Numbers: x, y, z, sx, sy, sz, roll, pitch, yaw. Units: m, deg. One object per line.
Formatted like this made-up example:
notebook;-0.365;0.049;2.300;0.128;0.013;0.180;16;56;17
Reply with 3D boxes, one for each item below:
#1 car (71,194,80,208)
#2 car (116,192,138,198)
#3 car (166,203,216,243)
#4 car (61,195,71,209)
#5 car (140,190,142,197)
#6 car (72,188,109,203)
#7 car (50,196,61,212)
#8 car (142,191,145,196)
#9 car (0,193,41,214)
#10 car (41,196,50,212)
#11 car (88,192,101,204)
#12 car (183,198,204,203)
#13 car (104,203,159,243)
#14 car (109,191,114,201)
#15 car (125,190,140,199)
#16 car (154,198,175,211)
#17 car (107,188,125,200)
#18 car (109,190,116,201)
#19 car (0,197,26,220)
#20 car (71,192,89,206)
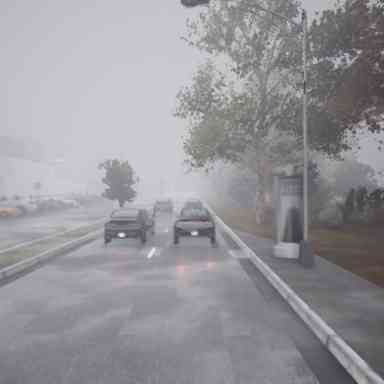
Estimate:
car;-16.803;1.325;41.583;4.674;1.452;2.002;-1;1;-20
car;-16.919;0.749;86.529;5.366;1.575;1.946;-1;1;-20
car;0.108;1.492;16.152;2.128;1.511;4.902;0;0;0
car;-16.836;1.202;38.571;4.553;1.767;2.185;-1;1;-20
car;-16.728;0.766;89.597;4.674;1.452;2.002;-1;1;-20
car;-16.766;0.850;53.598;5.566;2.045;2.435;-1;1;-20
car;-16.810;1.408;35.584;4.674;1.452;2.002;-1;0;-20
car;-16.748;0.453;92.591;5.566;2.045;2.435;-1;1;-20
car;-16.843;1.176;29.558;5.566;2.045;2.435;-1;1;-20
car;-16.837;1.428;32.559;4.792;1.488;2.163;-1;1;-20
car;-16.764;1.175;50.599;4.792;1.488;2.163;-1;1;-20
car;0.118;1.394;34.237;1.837;1.490;4.892;0;1;0
car;-2.892;1.506;16.100;1.837;1.490;4.892;0;0;0
car;-16.609;1.051;56.653;5.366;1.575;1.946;-1;1;-20
car;-16.780;0.522;83.577;5.566;2.045;2.435;-1;1;-20
car;-2.882;1.381;34.150;2.128;1.511;4.902;0;1;0
car;-16.801;0.690;65.567;5.566;2.045;2.435;-1;1;-20
car;-16.953;1.017;59.520;5.366;1.575;1.946;-1;1;-20
car;-16.646;1.445;26.632;5.366;1.575;1.946;-1;0;-20
car;-16.790;1.241;44.583;5.008;1.535;2.097;-1;1;-20
